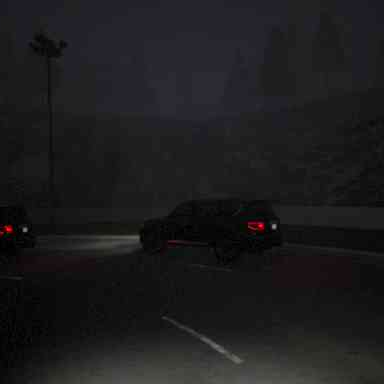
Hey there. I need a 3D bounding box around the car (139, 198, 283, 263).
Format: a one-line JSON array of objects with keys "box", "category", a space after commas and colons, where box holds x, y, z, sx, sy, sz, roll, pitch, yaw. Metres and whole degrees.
[{"box": [0.513, 1.262, 12.289, 5.566, 2.045, 2.150, -2, -1, 38], "category": "car"}]

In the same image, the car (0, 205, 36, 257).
[{"box": [-8.630, 1.519, 12.108, 5.566, 2.045, 2.150, -2, -1, 5], "category": "car"}]
